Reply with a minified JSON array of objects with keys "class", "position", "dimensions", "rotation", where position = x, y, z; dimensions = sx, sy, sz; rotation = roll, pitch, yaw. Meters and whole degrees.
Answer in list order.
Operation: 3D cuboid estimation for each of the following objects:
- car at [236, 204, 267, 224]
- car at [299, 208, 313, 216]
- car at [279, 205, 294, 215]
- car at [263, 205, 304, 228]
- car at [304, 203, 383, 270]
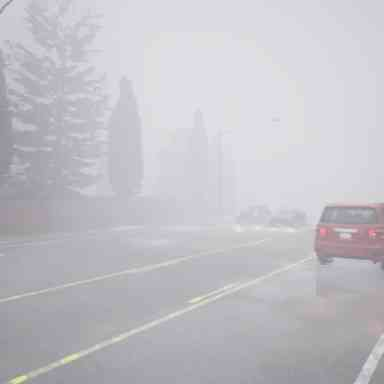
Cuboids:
[{"class":"car","position":[5.619,1.881,29.681],"dimensions":[2.097,1.767,4.553],"rotation":[-1,-2,31]},{"class":"car","position":[22.443,3.908,65.536],"dimensions":[1.994,1.385,4.181],"rotation":[0,-3,10]},{"class":"car","position":[19.273,3.718,68.255],"dimensions":[2.150,2.045,5.566],"rotation":[0,-3,7]},{"class":"car","position":[7.688,1.975,26.236],"dimensions":[2.033,1.411,5.357],"rotation":[-1,-2,32]},{"class":"car","position":[6.124,1.378,11.750],"dimensions":[2.150,2.045,5.566],"rotation":[-2,-1,38]}]
